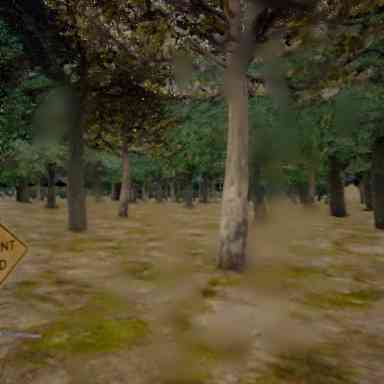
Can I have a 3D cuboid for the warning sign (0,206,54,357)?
[{"bbox_3d":[-2.833,1.154,4.571,1.060,1.860,1.300,-2,0,30],"label":"warning sign"}]
